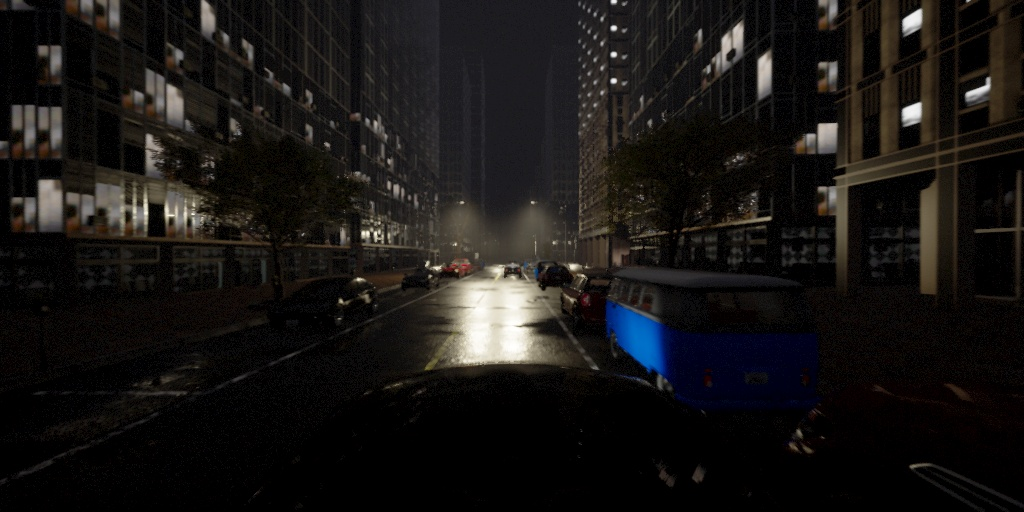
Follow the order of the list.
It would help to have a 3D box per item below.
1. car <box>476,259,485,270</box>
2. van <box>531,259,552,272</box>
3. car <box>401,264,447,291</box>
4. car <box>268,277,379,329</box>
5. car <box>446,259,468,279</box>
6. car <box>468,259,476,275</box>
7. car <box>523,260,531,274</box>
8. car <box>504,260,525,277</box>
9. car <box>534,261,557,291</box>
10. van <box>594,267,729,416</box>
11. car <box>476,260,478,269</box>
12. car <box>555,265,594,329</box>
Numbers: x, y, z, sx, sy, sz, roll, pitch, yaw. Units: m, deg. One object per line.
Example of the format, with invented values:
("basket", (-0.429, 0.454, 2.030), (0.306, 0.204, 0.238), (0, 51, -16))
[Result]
("car", (-5.712, 1.589, 56.932), (1.802, 1.307, 4.207), (0, 0, 0))
("van", (2.679, 1.217, 28.516), (1.690, 1.789, 3.998), (0, 0, 0))
("car", (-5.700, 1.400, 22.830), (2.007, 1.370, 4.403), (0, 0, 0))
("car", (-5.696, 1.362, 11.463), (1.948, 1.339, 4.313), (0, 0, 0))
("car", (-5.703, 1.342, 34.197), (1.967, 1.591, 4.097), (0, 0, 0))
("car", (-5.706, 1.243, 39.881), (2.192, 1.841, 5.009), (0, 0, 0))
("car", (2.673, 1.506, 45.567), (2.007, 1.370, 4.403), (0, 0, 0))
("car", (0.086, 1.470, 38.569), (2.033, 1.411, 5.357), (0, 0, 0))
("car", (2.681, 1.290, 22.833), (1.967, 1.591, 4.097), (0, 0, 0))
("van", (2.687, 1.110, 5.782), (1.690, 1.789, 3.998), (0, 0, 0))
("car", (-5.708, 1.537, 45.564), (1.802, 1.307, 4.207), (0, 0, 0))
("car", (2.686, 1.236, 11.466), (1.967, 1.591, 4.097), (0, 0, 0))
